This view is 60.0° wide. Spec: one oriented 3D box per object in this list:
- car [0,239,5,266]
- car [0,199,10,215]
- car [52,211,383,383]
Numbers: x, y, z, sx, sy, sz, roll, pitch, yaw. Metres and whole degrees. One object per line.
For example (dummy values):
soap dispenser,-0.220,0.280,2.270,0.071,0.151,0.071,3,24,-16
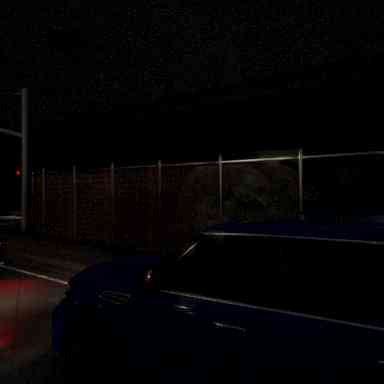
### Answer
car,-7.051,1.492,9.021,4.902,1.511,2.128,0,0,33
car,-20.148,1.407,31.886,2.097,1.767,4.553,0,0,37
car,0.963,1.221,3.303,5.566,2.045,2.150,0,0,35
